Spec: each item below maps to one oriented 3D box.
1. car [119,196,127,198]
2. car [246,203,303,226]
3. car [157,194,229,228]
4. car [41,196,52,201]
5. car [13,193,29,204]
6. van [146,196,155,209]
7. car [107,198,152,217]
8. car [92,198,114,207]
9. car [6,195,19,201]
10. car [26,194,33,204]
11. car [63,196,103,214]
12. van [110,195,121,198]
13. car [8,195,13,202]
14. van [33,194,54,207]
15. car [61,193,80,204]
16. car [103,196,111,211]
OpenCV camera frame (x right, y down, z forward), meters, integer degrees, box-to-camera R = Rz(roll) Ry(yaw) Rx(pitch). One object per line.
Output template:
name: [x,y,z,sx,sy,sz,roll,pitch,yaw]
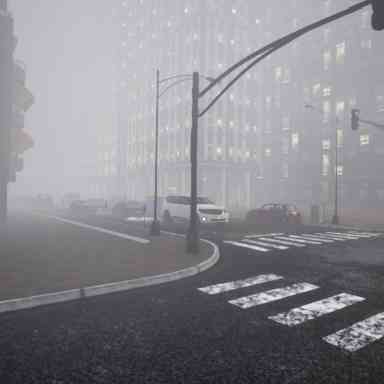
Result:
car: [-7.279,1.584,42.377,2.008,1.369,4.403,1,-1,-35]
car: [5.793,1.505,23.949,1.967,1.590,4.097,1,-1,-35]
car: [0.012,1.170,22.098,2.150,2.045,5.566,1,-1,-35]
car: [-36.689,1.570,83.844,1.802,1.307,4.206,1,-1,-35]
car: [-30.449,1.155,60.570,2.192,1.841,5.009,1,-1,-35]
van: [-4.008,1.382,37.772,1.690,1.788,3.998,1,-1,-35]
car: [-5.771,1.498,30.252,1.994,1.385,4.181,1,-1,-35]
car: [-13.815,1.586,51.592,1.947,1.339,4.313,1,-1,-35]
car: [-40.255,1.378,74.390,2.008,1.369,4.403,1,-1,-35]
car: [-23.917,1.432,51.352,1.802,1.307,4.206,1,-1,-35]
car: [-10.847,1.427,32.923,2.008,1.369,4.403,1,-1,-35]
van: [-10.543,1.368,46.987,1.690,1.788,3.998,1,-1,-35]
car: [-36.988,1.397,69.783,1.947,1.339,4.313,1,-1,-35]
van: [-20.646,1.197,46.747,1.690,1.788,3.998,1,-1,-35]
car: [-20.455,1.182,56.316,2.150,2.045,5.566,1,-1,-35]
car: [-11.650,1.468,38.546,2.033,1.411,5.357,1,-1,-35]
